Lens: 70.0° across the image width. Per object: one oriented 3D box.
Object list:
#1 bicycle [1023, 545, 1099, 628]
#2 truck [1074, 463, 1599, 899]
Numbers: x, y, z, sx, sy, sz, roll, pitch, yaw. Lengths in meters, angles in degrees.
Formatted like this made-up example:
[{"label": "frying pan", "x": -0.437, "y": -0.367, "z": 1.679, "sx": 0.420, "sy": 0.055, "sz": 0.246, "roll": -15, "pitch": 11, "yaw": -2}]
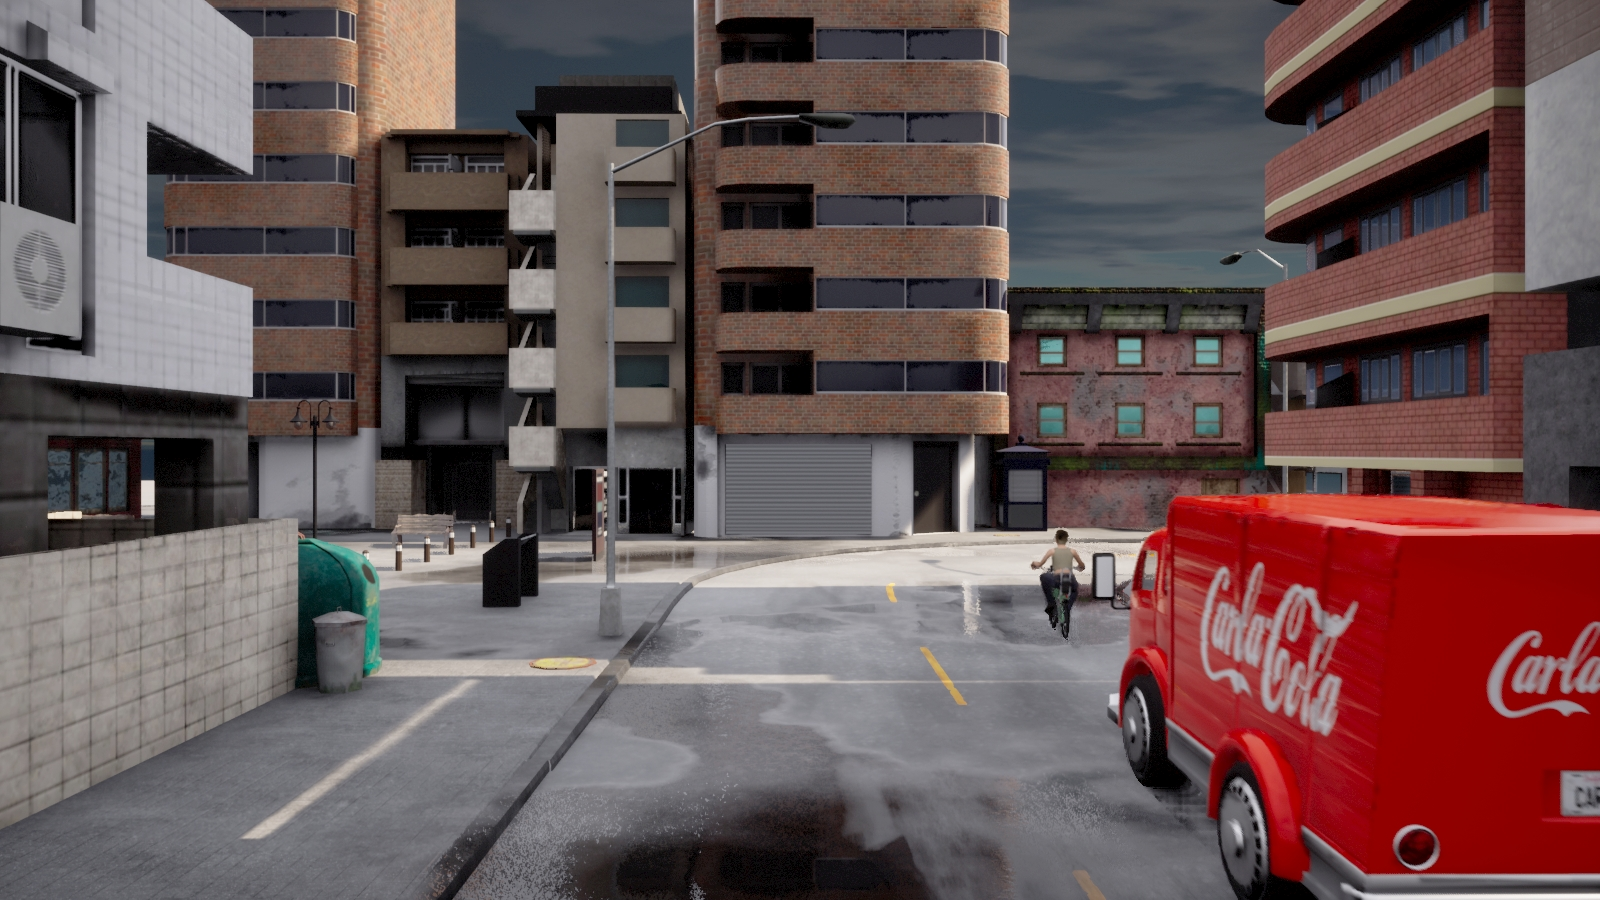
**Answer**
[{"label": "bicycle", "x": 3.940, "y": 2.044, "z": 17.357, "sx": 0.859, "sy": 1.080, "sz": 1.487, "roll": 1, "pitch": 0, "yaw": 3}, {"label": "truck", "x": 3.891, "y": 1.352, "z": 8.092, "sx": 2.627, "sy": 2.467, "sz": 5.204, "roll": 0, "pitch": 0, "yaw": 0}]
